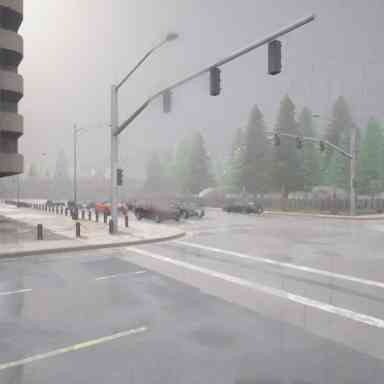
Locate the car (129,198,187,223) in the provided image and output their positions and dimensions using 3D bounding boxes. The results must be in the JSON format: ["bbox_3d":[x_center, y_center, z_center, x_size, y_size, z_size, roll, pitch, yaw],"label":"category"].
[{"bbox_3d":[-2.817,1.533,26.581,1.882,1.535,5.008,0,0,-36],"label":"car"}]

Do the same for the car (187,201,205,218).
[{"bbox_3d":[-0.834,1.547,29.787,2.128,1.511,4.902,0,0,-36],"label":"car"}]

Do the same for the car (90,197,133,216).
[{"bbox_3d":[-8.287,1.407,33.974,2.097,1.767,4.553,0,0,-36],"label":"car"}]

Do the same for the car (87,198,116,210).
[{"bbox_3d":[-12.522,1.603,45.606,2.033,1.411,5.357,0,0,-36],"label":"car"}]

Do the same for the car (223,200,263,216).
[{"bbox_3d":[5.149,1.581,33.823,1.812,1.442,4.674,0,0,-36],"label":"car"}]

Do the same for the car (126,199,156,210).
[{"bbox_3d":[-6.841,1.656,44.130,1.895,1.301,4.718,0,0,-36],"label":"car"}]

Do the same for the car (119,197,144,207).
[{"bbox_3d":[-9.855,1.547,54.093,2.128,1.511,4.902,0,0,-36],"label":"car"}]

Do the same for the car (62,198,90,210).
[{"bbox_3d":[-14.443,1.547,42.317,2.128,1.511,4.902,0,0,-36],"label":"car"}]

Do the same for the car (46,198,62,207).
[{"bbox_3d":[-21.058,1.603,51.348,2.033,1.411,5.357,0,0,-36],"label":"car"}]
